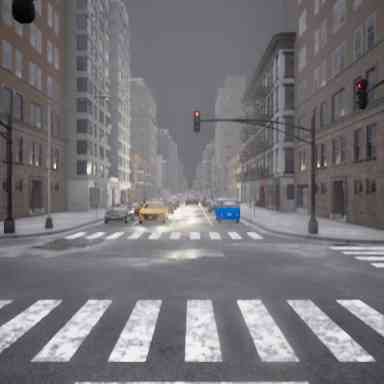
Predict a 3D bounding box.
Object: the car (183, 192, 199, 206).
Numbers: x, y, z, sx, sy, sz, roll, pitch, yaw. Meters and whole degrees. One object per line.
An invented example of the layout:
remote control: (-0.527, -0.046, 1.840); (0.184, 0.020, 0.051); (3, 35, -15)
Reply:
car: (-0.029, 1.385, 55.234); (2.097, 1.767, 4.553); (0, 0, 0)

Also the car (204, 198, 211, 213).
car: (2.618, 1.609, 36.498); (1.802, 1.307, 4.206); (0, 0, 0)

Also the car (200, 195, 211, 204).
car: (2.603, 1.474, 64.905); (1.967, 1.590, 4.097); (0, 0, 0)

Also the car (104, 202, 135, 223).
car: (-5.402, 1.570, 25.123); (2.008, 1.369, 4.403); (0, 0, 0)

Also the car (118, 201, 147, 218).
car: (-5.405, 1.568, 30.805); (1.887, 1.381, 4.507); (0, 0, 0)

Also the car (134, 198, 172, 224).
car: (-2.846, 1.497, 25.407); (1.882, 1.535, 5.008); (0, 0, 0)

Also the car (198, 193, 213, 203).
car: (2.609, 1.348, 53.543); (2.192, 1.841, 5.009); (0, 0, 0)

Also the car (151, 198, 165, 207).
car: (-5.416, 1.599, 53.533); (1.947, 1.339, 4.313); (0, 0, 0)

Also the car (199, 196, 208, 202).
car: (2.597, 1.585, 76.267); (2.008, 1.369, 4.403); (0, 0, 0)

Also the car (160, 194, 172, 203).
car: (-5.425, 1.349, 70.578); (2.192, 1.841, 5.009); (0, 0, 0)

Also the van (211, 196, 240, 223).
van: (2.623, 1.360, 25.136); (1.690, 1.788, 3.998); (0, 0, 0)

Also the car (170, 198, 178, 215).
car: (-2.818, 1.590, 34.357); (1.994, 1.385, 4.181); (0, 0, 0)

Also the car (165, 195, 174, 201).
car: (-5.430, 1.475, 81.942); (1.967, 1.590, 4.097); (0, 0, 0)

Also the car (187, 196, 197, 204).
car: (-0.035, 1.511, 65.266); (1.882, 1.535, 5.008); (0, 0, 0)

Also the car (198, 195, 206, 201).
car: (2.592, 1.600, 87.630); (1.947, 1.339, 4.313); (0, 0, 0)

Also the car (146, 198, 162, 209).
car: (-5.413, 1.558, 47.681); (1.752, 1.417, 4.829); (0, 0, 0)

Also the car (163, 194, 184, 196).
car: (-2.816, 1.524, 50.127); (2.128, 1.511, 4.902); (0, 0, 1)

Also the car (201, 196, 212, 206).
car: (2.612, 1.614, 47.861); (1.802, 1.307, 4.206); (0, 0, 0)

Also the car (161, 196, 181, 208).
car: (-2.808, 1.556, 43.114); (1.812, 1.442, 4.674); (0, 0, 1)
